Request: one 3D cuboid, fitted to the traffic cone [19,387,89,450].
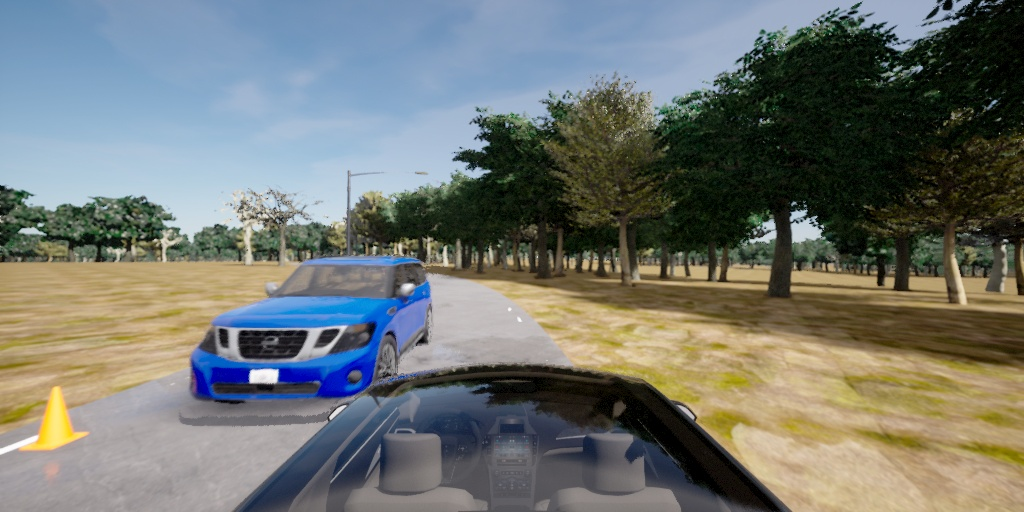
[{"bbox_3d":[-4.922,1.710,3.866,0.340,0.580,0.340,0,0,-2],"label":"traffic cone"}]

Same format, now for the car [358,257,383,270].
[{"bbox_3d":[-23.157,1.192,58.474,2.150,2.045,5.566,1,0,-39],"label":"car"}]

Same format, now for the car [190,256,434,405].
[{"bbox_3d":[-2.892,1.011,6.749,2.150,2.045,5.566,1,-1,-3],"label":"car"}]

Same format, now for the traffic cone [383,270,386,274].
[{"bbox_3d":[-16.316,1.948,45.676,0.340,0.580,0.340,0,0,-29],"label":"traffic cone"}]
